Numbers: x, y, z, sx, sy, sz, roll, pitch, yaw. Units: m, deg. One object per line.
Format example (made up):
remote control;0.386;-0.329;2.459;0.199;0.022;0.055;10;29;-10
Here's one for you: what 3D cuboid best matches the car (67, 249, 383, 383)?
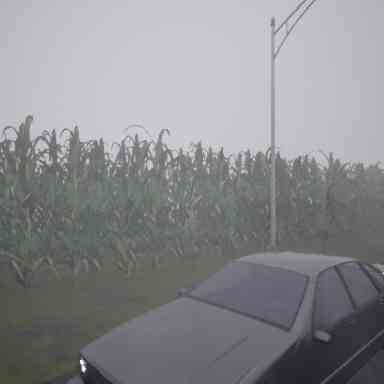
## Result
car;1.275;1.549;4.406;5.357;1.411;2.033;0;0;-44
